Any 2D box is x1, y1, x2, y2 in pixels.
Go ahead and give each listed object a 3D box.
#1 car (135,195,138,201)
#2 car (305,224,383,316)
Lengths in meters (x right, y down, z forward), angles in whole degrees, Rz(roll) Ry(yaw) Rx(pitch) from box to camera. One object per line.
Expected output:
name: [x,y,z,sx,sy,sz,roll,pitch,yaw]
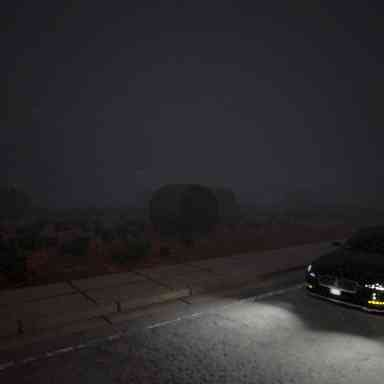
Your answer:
car: [-11.209,1.152,73.363,1.905,1.878,3.866,6,3,7]
car: [4.478,1.504,7.308,4.892,1.490,1.837,0,0,-37]
